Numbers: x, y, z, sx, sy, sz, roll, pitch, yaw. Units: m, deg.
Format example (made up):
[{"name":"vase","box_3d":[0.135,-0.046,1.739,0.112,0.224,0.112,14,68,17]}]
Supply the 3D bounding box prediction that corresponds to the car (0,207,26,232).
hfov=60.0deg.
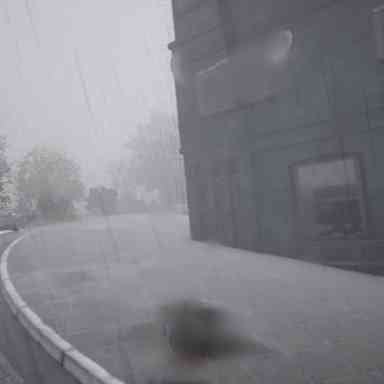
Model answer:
[{"name":"car","box_3d":[-9.767,1.408,15.729,2.033,1.411,5.357,-5,0,-7]}]

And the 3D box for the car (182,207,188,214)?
[{"name":"car","box_3d":[1.296,2.179,39.756,5.357,1.411,2.033,3,-9,-39]}]
